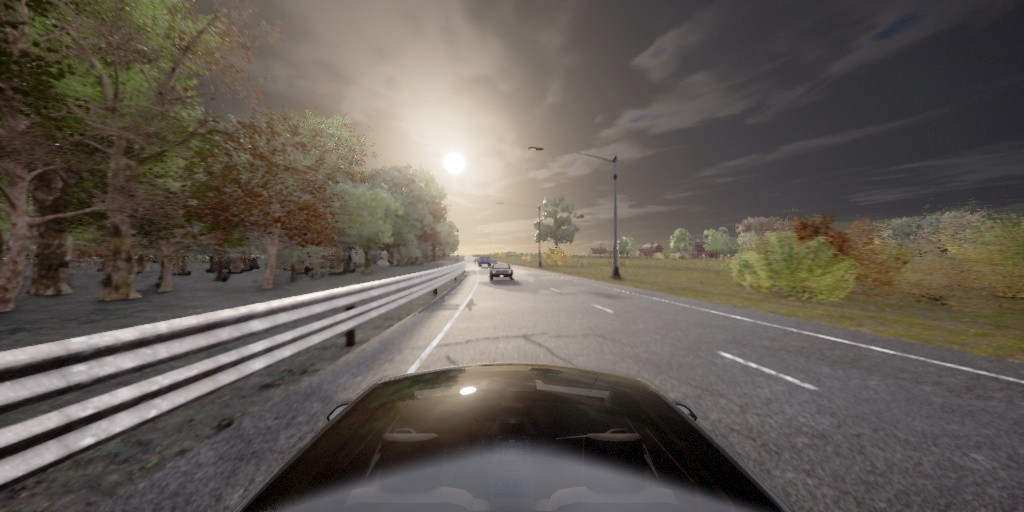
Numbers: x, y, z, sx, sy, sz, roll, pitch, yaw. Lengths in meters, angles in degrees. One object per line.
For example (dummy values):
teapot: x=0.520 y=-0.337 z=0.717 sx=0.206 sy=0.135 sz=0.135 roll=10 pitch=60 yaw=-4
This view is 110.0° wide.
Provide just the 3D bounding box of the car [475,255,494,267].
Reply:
car: x=-4.884 y=0.848 z=63.956 sx=2.150 sy=2.045 sz=5.566 roll=0 pitch=0 yaw=-8

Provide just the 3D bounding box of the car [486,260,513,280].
car: x=-1.000 y=1.306 z=30.707 sx=1.895 sy=1.301 sz=4.718 roll=0 pitch=0 yaw=-5
